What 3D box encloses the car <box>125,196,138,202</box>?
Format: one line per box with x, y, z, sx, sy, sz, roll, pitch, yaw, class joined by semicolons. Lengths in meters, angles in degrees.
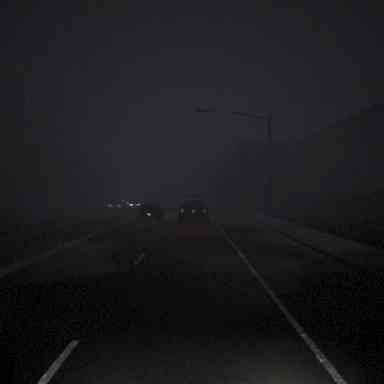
-14.004;1.569;77.642;2.033;1.411;5.357;0;0;0;car

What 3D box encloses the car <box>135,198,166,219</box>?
-3.401;1.516;28.814;1.837;1.490;4.892;0;0;0;car

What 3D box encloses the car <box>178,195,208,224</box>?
0.100;1.362;24.910;2.097;1.767;4.553;0;0;0;car

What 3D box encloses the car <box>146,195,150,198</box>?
-10.504;1.554;76.558;2.128;1.511;4.902;0;0;0;car

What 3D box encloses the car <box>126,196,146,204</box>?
-10.516;1.588;62.725;1.994;1.385;4.181;0;0;0;car

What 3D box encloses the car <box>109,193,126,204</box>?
-14.012;1.245;62.608;2.150;2.045;5.566;0;0;0;car
